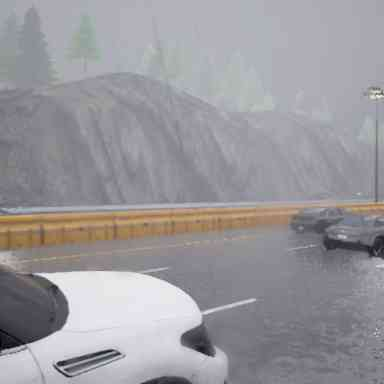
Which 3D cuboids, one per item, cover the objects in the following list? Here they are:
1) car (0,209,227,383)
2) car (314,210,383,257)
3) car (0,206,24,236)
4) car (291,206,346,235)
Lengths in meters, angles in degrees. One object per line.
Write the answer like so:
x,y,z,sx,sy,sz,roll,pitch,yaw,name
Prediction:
-2.349,1.222,2.071,5.566,2.045,2.150,0,0,-35,car
7.013,1.565,13.058,4.181,1.385,1.994,0,0,-36,car
-11.557,1.508,17.156,4.892,1.490,1.837,1,0,-35,car
7.257,1.506,17.534,4.892,1.490,1.837,0,0,-36,car
